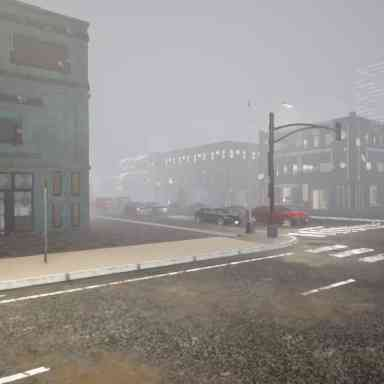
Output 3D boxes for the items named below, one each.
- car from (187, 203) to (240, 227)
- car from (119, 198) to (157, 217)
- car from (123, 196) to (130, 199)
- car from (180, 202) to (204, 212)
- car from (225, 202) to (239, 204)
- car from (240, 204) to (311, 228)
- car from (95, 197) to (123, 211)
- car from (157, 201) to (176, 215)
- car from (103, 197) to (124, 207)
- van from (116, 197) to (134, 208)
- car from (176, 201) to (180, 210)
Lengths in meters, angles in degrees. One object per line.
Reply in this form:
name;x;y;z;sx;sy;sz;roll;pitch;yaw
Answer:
car;1.890;1.814;25.421;1.947;1.339;4.313;-2;0;-35
car;-6.051;1.845;36.802;1.967;1.590;4.097;-1;0;-35
car;-12.084;1.772;55.300;2.150;2.045;5.566;-1;0;-35
car;0.782;1.903;41.659;1.802;1.307;4.206;-2;0;-35
car;3.987;1.809;37.146;2.008;1.369;4.403;-2;0;-35
car;6.168;1.657;24.220;1.882;1.535;5.008;-1;0;-37
car;-13.163;1.779;51.405;2.150;2.045;5.566;-1;0;-35
car;-4.360;1.880;38.921;2.128;1.511;4.902;-1;0;-35
car;-15.255;1.939;64.218;2.192;1.841;5.009;-1;0;-35
van;-12.048;1.906;59.706;1.690;1.788;3.998;-1;0;-35
car;-2.424;1.965;46.170;1.802;1.307;4.206;-2;0;-35
